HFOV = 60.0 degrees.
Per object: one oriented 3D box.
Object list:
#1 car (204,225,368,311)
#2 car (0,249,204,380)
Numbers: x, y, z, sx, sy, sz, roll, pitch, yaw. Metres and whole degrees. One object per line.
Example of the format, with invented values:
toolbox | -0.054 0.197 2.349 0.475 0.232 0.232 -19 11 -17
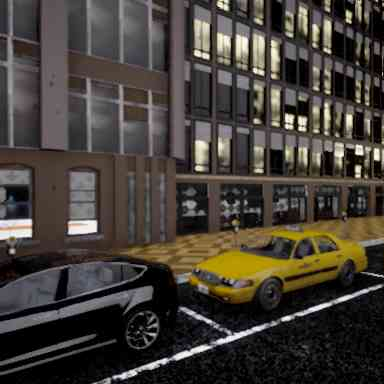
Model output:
car | 2.180 1.488 7.652 4.829 1.417 1.752 0 0 -36
car | -2.186 1.561 4.537 4.313 1.339 1.947 0 0 -36
